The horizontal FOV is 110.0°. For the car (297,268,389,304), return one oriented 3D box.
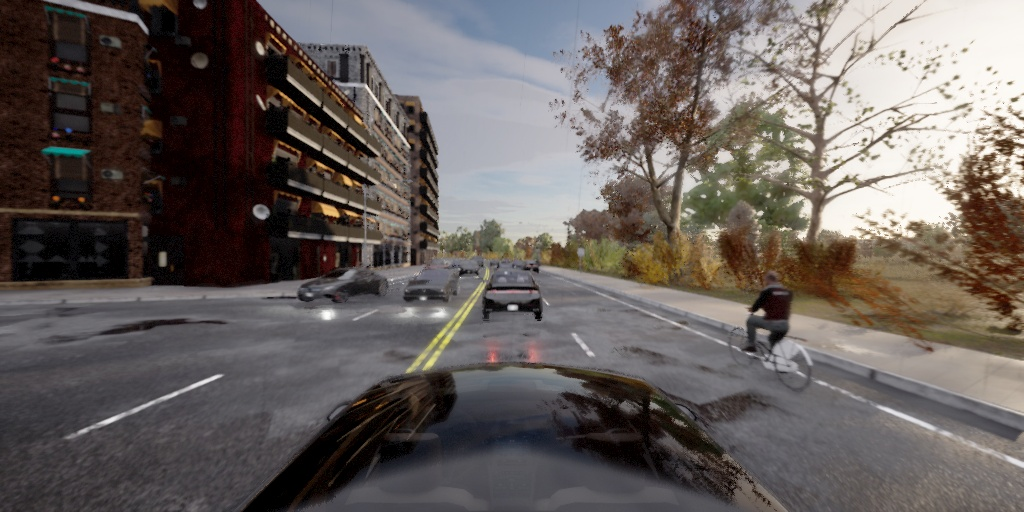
[{"bbox_3d":[-7.537,1.278,16.610,1.812,1.442,4.674,1,0,14],"label":"car"}]

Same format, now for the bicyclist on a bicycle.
[{"bbox_3d":[4.109,1.118,5.862,0.659,1.776,1.843,0,0,0],"label":"bicyclist on a bicycle"}]

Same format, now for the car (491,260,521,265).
[{"bbox_3d":[-0.551,1.308,30.502,1.994,1.385,4.181,0,0,-2],"label":"car"}]

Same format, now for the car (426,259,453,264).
[{"bbox_3d":[-7.517,1.101,36.218,2.097,1.767,4.553,0,0,-3],"label":"car"}]

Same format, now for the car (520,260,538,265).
[{"bbox_3d":[2.097,1.240,42.390,1.837,1.490,4.892,0,0,-3],"label":"car"}]

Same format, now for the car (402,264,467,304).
[{"bbox_3d":[-3.545,1.299,16.805,2.033,1.411,5.357,0,0,-1],"label":"car"}]

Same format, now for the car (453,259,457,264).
[{"bbox_3d":[-9.037,1.282,59.961,2.033,1.411,5.357,0,0,-5],"label":"car"}]

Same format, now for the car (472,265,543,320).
[{"bbox_3d":[-0.016,1.241,12.514,2.128,1.511,4.902,0,0,-1],"label":"car"}]

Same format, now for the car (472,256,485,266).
[{"bbox_3d":[-5.817,0.939,60.477,2.150,2.045,5.566,0,0,-5],"label":"car"}]

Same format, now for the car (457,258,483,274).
[{"bbox_3d":[-4.299,1.249,37.009,1.837,1.490,4.892,0,0,-3],"label":"car"}]
